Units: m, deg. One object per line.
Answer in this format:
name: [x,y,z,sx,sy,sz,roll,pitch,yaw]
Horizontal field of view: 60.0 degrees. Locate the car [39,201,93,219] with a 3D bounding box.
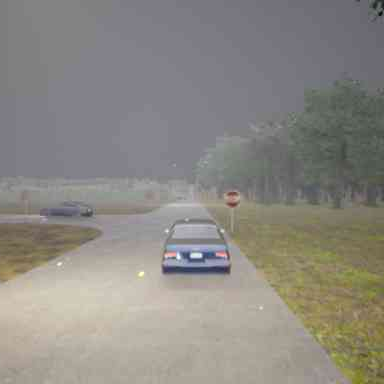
car: [-10.465,1.445,27.781,4.181,1.385,1.994,1,1,9]

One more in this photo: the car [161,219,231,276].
car: [0.098,1.547,10.349,2.033,1.411,5.357,0,0,0]
